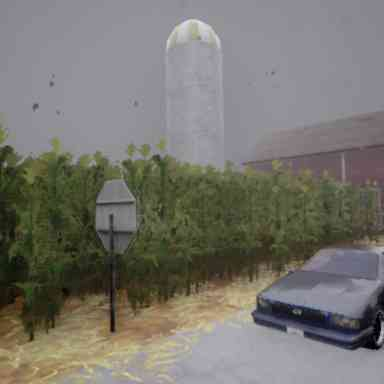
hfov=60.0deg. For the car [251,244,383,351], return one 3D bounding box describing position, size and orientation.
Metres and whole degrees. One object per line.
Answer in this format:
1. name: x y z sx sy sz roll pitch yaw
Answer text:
1. car: 3.492 1.835 6.978 5.357 1.411 2.033 2 -4 -44
